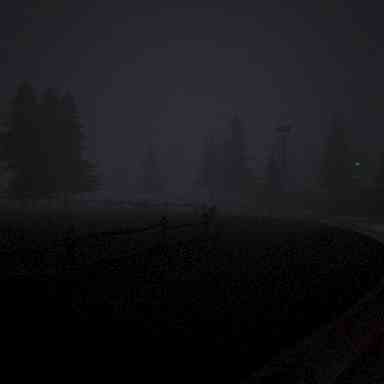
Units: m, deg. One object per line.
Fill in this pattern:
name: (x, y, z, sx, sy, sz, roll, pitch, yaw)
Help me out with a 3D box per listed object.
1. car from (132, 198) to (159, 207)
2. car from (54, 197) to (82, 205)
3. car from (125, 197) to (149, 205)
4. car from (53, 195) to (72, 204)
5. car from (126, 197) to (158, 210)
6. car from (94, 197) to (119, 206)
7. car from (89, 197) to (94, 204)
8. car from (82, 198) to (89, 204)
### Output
car: (-8.132, 1.771, 57.543, 5.008, 1.535, 1.882, 0, 0, 42)
car: (-23.036, 1.599, 61.701, 4.553, 1.767, 2.097, 0, -1, 42)
car: (-10.801, 1.801, 64.733, 5.008, 1.535, 1.882, -1, -1, 42)
car: (-27.426, 1.632, 70.341, 4.553, 1.767, 2.097, 0, 0, 42)
car: (-6.778, 1.728, 46.811, 4.902, 1.511, 2.128, 0, -1, 42)
car: (-14.871, 1.773, 58.968, 4.892, 1.490, 1.837, -1, -1, 42)
car: (-22.522, 1.882, 75.331, 4.181, 1.385, 1.994, 0, 0, 42)
car: (-25.067, 1.856, 72.917, 4.181, 1.385, 1.994, 0, 0, 42)
